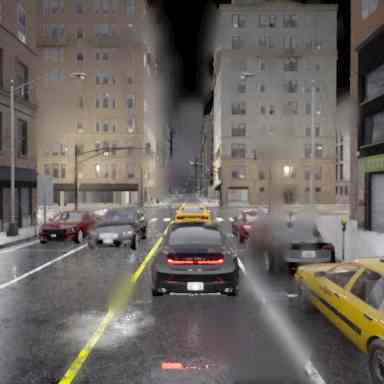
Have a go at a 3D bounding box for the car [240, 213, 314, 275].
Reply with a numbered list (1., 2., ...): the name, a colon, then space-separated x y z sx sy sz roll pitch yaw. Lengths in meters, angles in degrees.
1. car: 2.876 1.563 10.259 1.947 1.339 4.313 -1 0 0

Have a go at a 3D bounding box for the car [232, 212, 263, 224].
1. car: 2.882 1.578 15.844 1.802 1.307 4.206 -1 0 0

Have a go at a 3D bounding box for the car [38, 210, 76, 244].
1. car: -5.663 1.541 15.850 1.887 1.381 4.507 -1 0 0

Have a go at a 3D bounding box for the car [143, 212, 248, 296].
1. car: 0.074 1.503 8.606 1.837 1.490 4.892 0 0 0

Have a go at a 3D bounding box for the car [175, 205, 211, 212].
1. car: 0.051 1.473 19.033 1.882 1.535 5.008 0 0 1

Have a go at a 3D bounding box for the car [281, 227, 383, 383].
1. car: 2.871 1.524 4.842 1.752 1.417 4.829 -1 0 0

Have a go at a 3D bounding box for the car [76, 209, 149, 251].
1. car: -2.988 1.489 14.302 2.128 1.511 4.902 0 0 0
